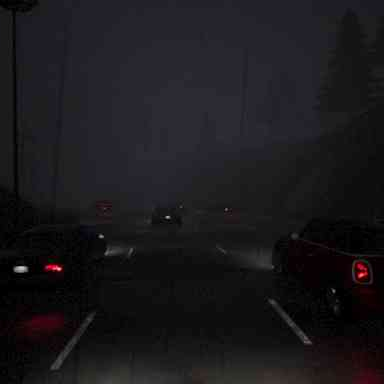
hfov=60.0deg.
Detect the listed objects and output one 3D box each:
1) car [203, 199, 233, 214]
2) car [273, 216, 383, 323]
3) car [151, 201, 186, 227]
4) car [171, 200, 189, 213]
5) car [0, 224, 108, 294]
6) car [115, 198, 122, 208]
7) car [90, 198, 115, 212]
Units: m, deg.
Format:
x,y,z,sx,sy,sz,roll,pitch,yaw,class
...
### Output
x,y,z,sx,sy,sz,roll,pitch,yaw,class
2.661,1.460,34.930,1.837,1.490,4.892,1,0,-17,car
3.346,1.309,7.313,2.097,1.767,4.553,-1,0,-3,car
-1.833,1.578,23.178,1.994,1.385,4.181,-1,0,-9,car
-1.845,1.574,37.287,1.994,1.385,4.181,-1,0,-20,car
-3.626,1.588,9.103,2.033,1.411,5.357,-1,0,-5,car
-11.786,1.619,48.653,2.128,1.511,4.902,0,0,-33,car
-11.165,1.627,40.560,1.837,1.490,4.892,1,-1,-27,car
